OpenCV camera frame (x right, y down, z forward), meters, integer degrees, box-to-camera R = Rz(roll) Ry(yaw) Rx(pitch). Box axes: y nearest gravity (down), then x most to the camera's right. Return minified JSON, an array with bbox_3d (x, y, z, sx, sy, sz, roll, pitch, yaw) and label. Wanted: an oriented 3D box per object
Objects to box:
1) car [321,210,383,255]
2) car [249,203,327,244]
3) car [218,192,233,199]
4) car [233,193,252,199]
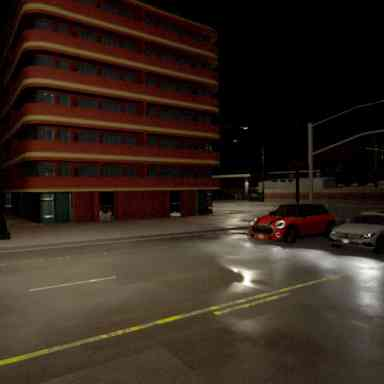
[{"bbox_3d":[7.585,1.542,13.635,4.674,1.442,1.812,0,0,-35],"label":"car"},{"bbox_3d":[4.879,1.377,16.012,4.553,1.767,2.097,0,0,-35],"label":"car"},{"bbox_3d":[8.952,0.949,86.191,4.611,1.667,2.242,-1,1,-35],"label":"car"},{"bbox_3d":[12.922,1.081,81.968,3.806,1.475,1.970,-1,1,-35],"label":"car"}]
